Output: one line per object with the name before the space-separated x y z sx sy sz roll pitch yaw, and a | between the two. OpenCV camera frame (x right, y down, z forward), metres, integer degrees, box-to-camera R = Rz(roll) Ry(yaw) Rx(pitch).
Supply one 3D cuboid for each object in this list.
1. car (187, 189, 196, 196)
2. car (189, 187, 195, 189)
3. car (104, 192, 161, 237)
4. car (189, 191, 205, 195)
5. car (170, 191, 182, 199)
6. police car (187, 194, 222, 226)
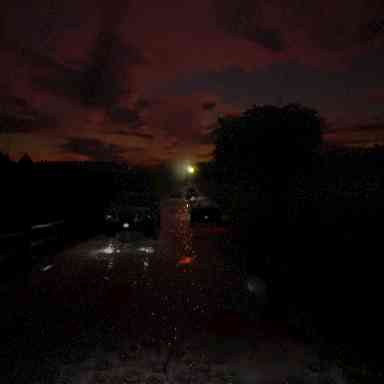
car | 0.813 0.827 37.457 2.097 1.767 4.553 0 1 0
car | -0.022 -0.367 78.287 2.033 1.411 5.357 0 3 0
car | -2.856 1.052 17.166 2.150 2.045 5.566 0 1 0
car | 0.816 1.047 31.678 1.801 1.575 5.366 0 1 0
car | -2.795 0.466 59.576 2.033 1.411 5.357 0 2 1
police car | 0.819 1.190 21.599 1.930 1.638 5.238 0 1 0
